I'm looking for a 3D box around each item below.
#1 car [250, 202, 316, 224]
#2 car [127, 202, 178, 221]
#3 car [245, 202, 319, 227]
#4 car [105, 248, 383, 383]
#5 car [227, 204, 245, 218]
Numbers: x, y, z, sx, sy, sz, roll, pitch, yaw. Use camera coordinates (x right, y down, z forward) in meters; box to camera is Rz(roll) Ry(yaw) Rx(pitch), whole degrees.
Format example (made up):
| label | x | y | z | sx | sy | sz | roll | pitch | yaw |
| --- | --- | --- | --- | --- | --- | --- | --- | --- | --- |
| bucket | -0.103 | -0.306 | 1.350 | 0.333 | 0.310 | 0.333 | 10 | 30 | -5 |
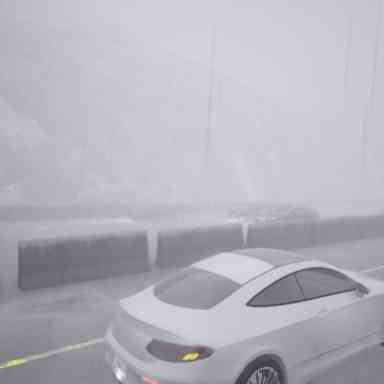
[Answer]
| label | x | y | z | sx | sy | sz | roll | pitch | yaw |
| --- | --- | --- | --- | --- | --- | --- | --- | --- | --- |
| car | 7.211 | 1.577 | 26.164 | 5.357 | 1.411 | 2.033 | 0 | 0 | -35 |
| car | -3.219 | 1.560 | 27.407 | 4.181 | 1.385 | 1.994 | 0 | 0 | -35 |
| car | 6.052 | 1.516 | 21.084 | 4.902 | 1.511 | 2.128 | 0 | 0 | -35 |
| car | 1.182 | 1.530 | 4.577 | 4.674 | 1.442 | 1.812 | 0 | 0 | -35 |
| car | 5.621 | 1.573 | 29.324 | 5.357 | 1.411 | 2.033 | 0 | 0 | -35 |
